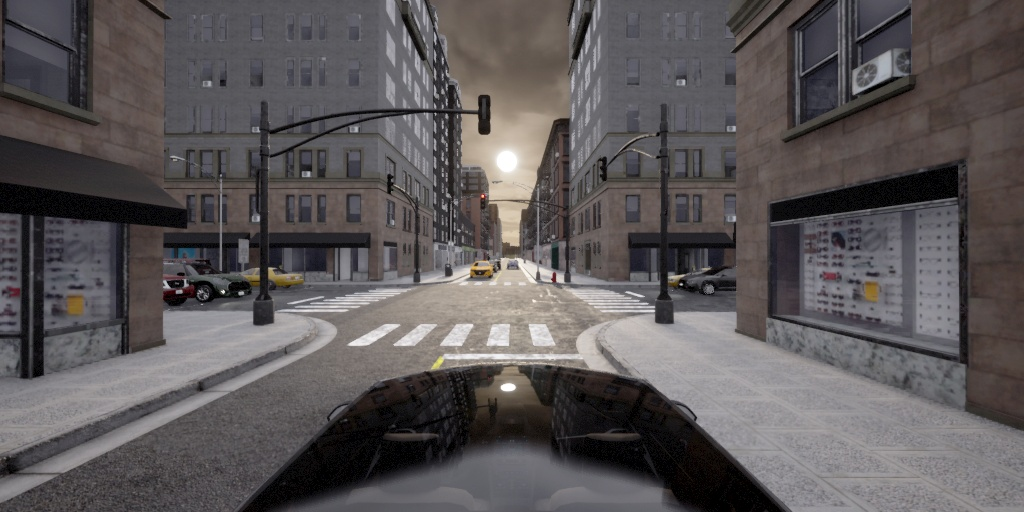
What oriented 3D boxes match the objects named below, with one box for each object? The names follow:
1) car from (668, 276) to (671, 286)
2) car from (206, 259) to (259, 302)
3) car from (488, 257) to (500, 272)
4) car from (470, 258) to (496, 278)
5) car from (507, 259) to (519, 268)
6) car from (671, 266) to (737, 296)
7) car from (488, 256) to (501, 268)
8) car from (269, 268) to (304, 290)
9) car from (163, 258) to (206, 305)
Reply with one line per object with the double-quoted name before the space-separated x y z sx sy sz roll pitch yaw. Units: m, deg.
"car" 11.649 1.304 21.516 4.829 1.417 1.751 0 0 0
"car" -14.378 1.084 16.089 4.553 1.767 2.097 0 0 0
"car" -2.815 1.244 44.303 1.837 1.490 4.892 0 0 0
"car" -2.821 1.222 33.900 1.882 1.535 5.008 0 0 0
"car" 0.143 1.275 59.821 2.033 1.411 5.357 0 0 0
"car" 11.403 1.273 18.969 4.892 1.490 1.837 0 0 1
"car" -2.801 0.953 54.896 2.150 2.045 5.566 0 0 0
"car" -15.234 1.279 21.575 4.829 1.417 1.751 0 0 0
"car" -15.090 1.035 13.549 5.009 1.841 2.192 0 0 0
